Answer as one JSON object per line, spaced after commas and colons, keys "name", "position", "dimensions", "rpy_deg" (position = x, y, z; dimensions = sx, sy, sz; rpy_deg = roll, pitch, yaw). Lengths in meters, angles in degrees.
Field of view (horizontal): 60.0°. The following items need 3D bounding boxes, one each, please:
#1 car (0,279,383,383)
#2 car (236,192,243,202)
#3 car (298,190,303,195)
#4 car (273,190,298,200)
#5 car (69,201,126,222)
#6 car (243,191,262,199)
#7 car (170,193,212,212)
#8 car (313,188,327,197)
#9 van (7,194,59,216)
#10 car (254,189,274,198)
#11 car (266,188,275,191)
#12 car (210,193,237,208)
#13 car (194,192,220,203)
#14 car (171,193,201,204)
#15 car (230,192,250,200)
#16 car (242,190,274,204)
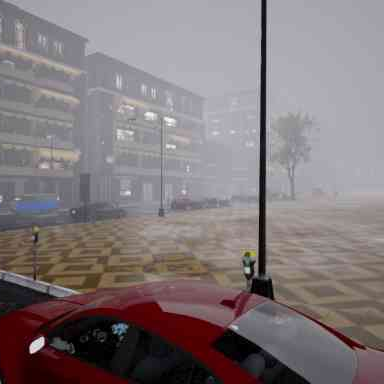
{"name": "car", "position": [-0.310, 1.544, 3.090], "dimensions": [4.507, 1.381, 1.887], "rpy_deg": [0, 0, 36]}
{"name": "car", "position": [7.360, 0.788, 48.472], "dimensions": [2.128, 1.511, 4.902], "rpy_deg": [1, 1, 34]}
{"name": "car", "position": [27.865, 0.114, 87.932], "dimensions": [1.887, 1.381, 4.507], "rpy_deg": [2, 2, 35]}
{"name": "car", "position": [15.734, 0.675, 55.866], "dimensions": [1.752, 1.417, 4.829], "rpy_deg": [2, 2, 35]}
{"name": "car", "position": [-6.651, 1.329, 23.745], "dimensions": [1.947, 1.339, 4.313], "rpy_deg": [2, 2, 35]}
{"name": "car", "position": [11.848, 0.525, 64.947], "dimensions": [1.752, 1.417, 4.829], "rpy_deg": [2, 2, 35]}
{"name": "car", "position": [-0.284, 1.132, 32.881], "dimensions": [1.887, 1.381, 4.507], "rpy_deg": [2, 2, 35]}
{"name": "car", "position": [29.099, 0.008, 75.579], "dimensions": [2.150, 2.045, 5.566], "rpy_deg": [1, 1, 35]}
{"name": "van", "position": [-13.524, 1.035, 28.530], "dimensions": [1.690, 1.788, 3.998], "rpy_deg": [2, 2, 35]}
{"name": "car", "position": [15.132, 0.227, 69.650], "dimensions": [2.192, 1.841, 5.009], "rpy_deg": [2, 2, 35]}
{"name": "car", "position": [13.242, 0.357, 57.011], "dimensions": [2.150, 2.045, 5.566], "rpy_deg": [1, 1, 35]}
{"name": "car", "position": [2.900, 1.050, 37.451], "dimensions": [2.008, 1.369, 4.403], "rpy_deg": [2, 2, 35]}
{"name": "car", "position": [2.393, 0.808, 51.380], "dimensions": [2.008, 1.369, 4.403], "rpy_deg": [2, 2, 35]}
{"name": "car", "position": [-0.791, 0.910, 46.811], "dimensions": [1.947, 1.339, 4.313], "rpy_deg": [2, 2, 35]}
{"name": "car", "position": [8.761, 0.649, 60.519], "dimensions": [1.947, 1.339, 4.313], "rpy_deg": [2, 2, 35]}
{"name": "car", "position": [9.268, 0.876, 46.589], "dimensions": [2.008, 1.369, 4.403], "rpy_deg": [2, 2, 35]}
